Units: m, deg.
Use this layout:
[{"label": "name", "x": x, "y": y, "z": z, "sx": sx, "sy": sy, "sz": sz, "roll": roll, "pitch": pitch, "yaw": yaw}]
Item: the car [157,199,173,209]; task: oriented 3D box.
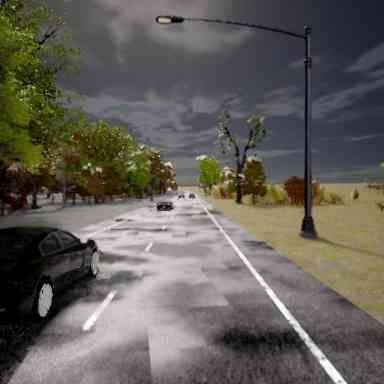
[{"label": "car", "x": -3.507, "y": 1.564, "z": 44.106, "sx": 1.895, "sy": 1.301, "sz": 4.718, "roll": 0, "pitch": 0, "yaw": 0}]

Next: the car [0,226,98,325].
[{"label": "car", "x": -3.502, "y": 1.475, "z": 7.236, "sx": 1.882, "sy": 1.535, "sz": 5.008, "roll": 0, "pitch": 0, "yaw": 0}]
